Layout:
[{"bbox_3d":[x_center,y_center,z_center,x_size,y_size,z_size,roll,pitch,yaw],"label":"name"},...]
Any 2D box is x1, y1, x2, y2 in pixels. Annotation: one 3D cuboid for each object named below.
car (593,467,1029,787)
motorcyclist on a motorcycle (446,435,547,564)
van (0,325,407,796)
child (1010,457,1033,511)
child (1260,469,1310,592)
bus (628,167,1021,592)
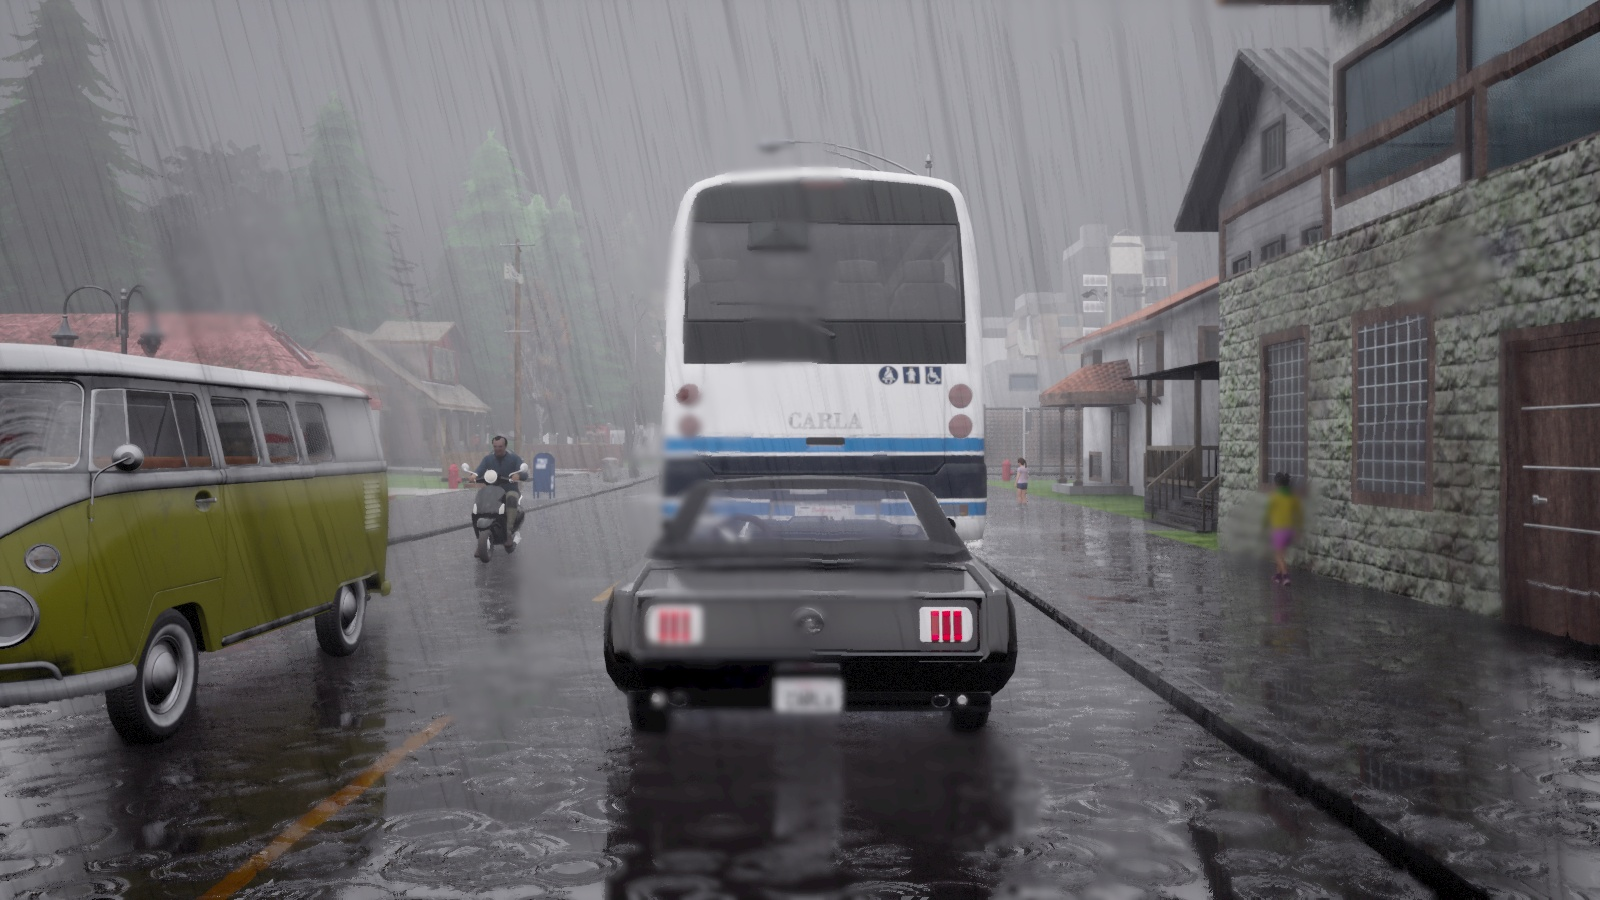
[{"bbox_3d":[0.053,0.803,7.818,1.895,1.301,4.718,0,0,0],"label":"car"},{"bbox_3d":[-3.907,0.605,16.322,0.866,1.590,1.817,0,0,0],"label":"motorcyclist on a motorcycle"},{"bbox_3d":[-3.948,0.454,7.526,1.775,1.987,4.442,0,0,0],"label":"van"},{"bbox_3d":[4.600,0.693,26.051,0.255,1.110,0.394,0,0,-36],"label":"child"},{"bbox_3d":[4.701,0.771,12.178,0.299,1.160,0.473,0,0,0],"label":"child"},{"bbox_3d":[0.139,-0.730,17.748,3.944,4.253,10.273,0,0,-1],"label":"bus"}]
